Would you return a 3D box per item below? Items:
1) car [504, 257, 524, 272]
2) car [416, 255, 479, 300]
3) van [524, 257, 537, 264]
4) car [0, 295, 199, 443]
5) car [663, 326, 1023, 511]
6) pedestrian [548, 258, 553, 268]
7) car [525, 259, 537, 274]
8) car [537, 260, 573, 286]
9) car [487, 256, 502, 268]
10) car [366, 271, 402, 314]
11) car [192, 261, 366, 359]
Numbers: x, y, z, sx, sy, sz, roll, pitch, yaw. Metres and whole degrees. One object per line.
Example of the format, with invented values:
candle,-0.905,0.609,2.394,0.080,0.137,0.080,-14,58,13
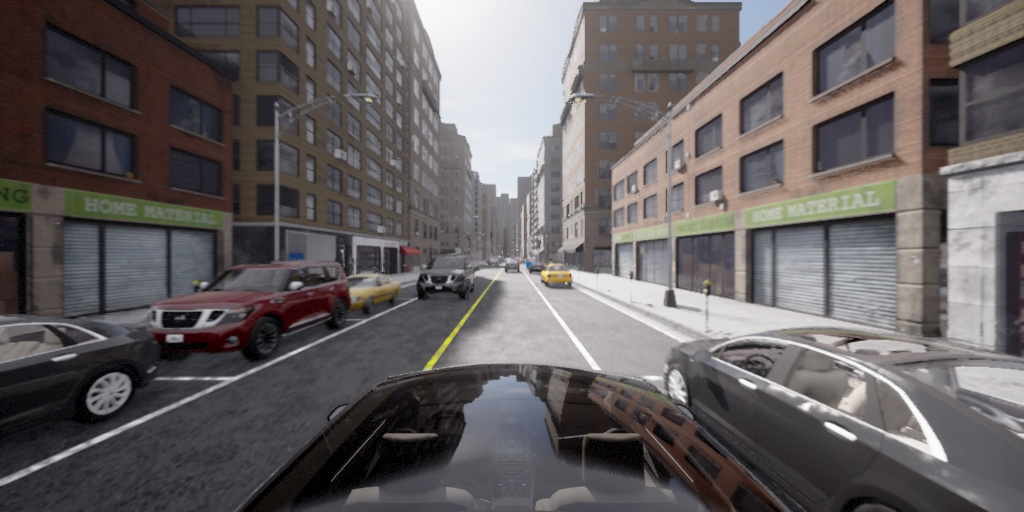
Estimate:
car,0.068,1.250,45.673,2.128,1.511,4.902,0,0,0
car,-3.099,0.971,17.927,2.150,2.045,5.566,0,0,0
van,2.859,1.104,52.158,1.690,1.789,3.998,0,0,0
car,-5.667,1.300,3.091,2.007,1.370,4.403,0,0,0
car,2.858,1.301,3.122,2.007,1.370,4.403,0,0,0
pedestrian,3.000,1.069,27.886,0.375,1.860,0.375,0,0,-10
car,2.859,1.324,41.261,1.948,1.339,4.313,0,0,0
car,3.001,1.209,24.895,1.801,1.575,5.366,0,0,0
car,-2.998,1.096,59.785,1.812,1.442,4.674,0,0,0
car,-5.667,1.275,13.822,1.751,1.417,4.829,0,0,0
car,-5.667,1.064,8.542,2.192,1.841,5.009,0,0,0
